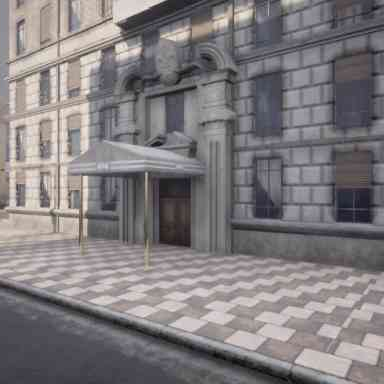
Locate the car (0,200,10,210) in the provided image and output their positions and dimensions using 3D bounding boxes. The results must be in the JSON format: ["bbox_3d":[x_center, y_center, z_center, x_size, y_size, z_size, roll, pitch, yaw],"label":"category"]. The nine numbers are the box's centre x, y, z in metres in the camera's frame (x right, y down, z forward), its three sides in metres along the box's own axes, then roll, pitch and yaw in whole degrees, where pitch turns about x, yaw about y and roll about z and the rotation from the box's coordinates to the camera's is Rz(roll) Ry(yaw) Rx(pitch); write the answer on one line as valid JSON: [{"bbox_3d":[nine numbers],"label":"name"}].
[{"bbox_3d":[-24.060,1.601,40.470,1.895,1.301,4.718,0,0,35],"label":"car"}]
